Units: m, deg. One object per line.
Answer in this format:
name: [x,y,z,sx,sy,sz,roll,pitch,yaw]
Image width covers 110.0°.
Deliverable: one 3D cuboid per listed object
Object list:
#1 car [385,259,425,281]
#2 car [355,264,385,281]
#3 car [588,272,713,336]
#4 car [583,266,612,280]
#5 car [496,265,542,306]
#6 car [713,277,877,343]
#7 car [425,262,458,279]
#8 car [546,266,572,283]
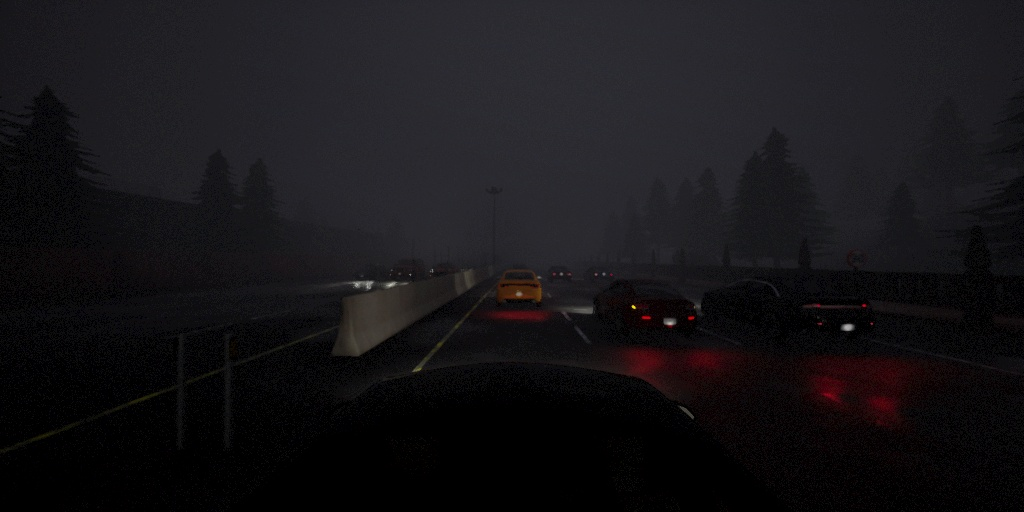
car: [-9.998,1.277,34.850,2.150,2.045,5.566,0,-1,1]
car: [-13.498,1.542,34.828,2.128,1.511,4.902,0,-1,1]
car: [3.698,1.360,10.580,1.812,1.442,4.674,0,0,1]
car: [7.643,1.584,32.046,2.033,1.411,5.357,0,-1,1]
car: [0.333,1.366,16.579,1.882,1.535,5.008,0,0,1]
car: [7.189,1.324,10.038,2.128,1.511,4.902,0,0,1]
car: [-6.502,1.404,34.591,2.097,1.767,4.553,0,-1,1]
car: [4.142,1.582,32.070,2.033,1.411,5.357,0,-1,1]
